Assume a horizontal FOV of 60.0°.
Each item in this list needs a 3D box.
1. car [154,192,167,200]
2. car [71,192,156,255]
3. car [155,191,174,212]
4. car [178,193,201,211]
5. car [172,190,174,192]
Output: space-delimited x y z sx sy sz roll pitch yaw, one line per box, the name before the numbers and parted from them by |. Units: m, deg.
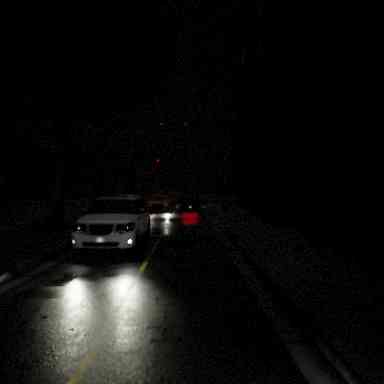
car | -5.828 0.690 62.020 2.008 1.369 4.403 2 0 -1
car | -2.936 1.136 13.295 2.150 2.045 5.566 0 1 0
car | -2.994 0.992 31.366 1.882 1.535 5.008 0 2 0
car | -0.166 0.998 31.993 1.837 1.490 4.892 0 2 0
car | -5.976 0.615 77.585 1.887 1.381 4.507 2 0 -1
